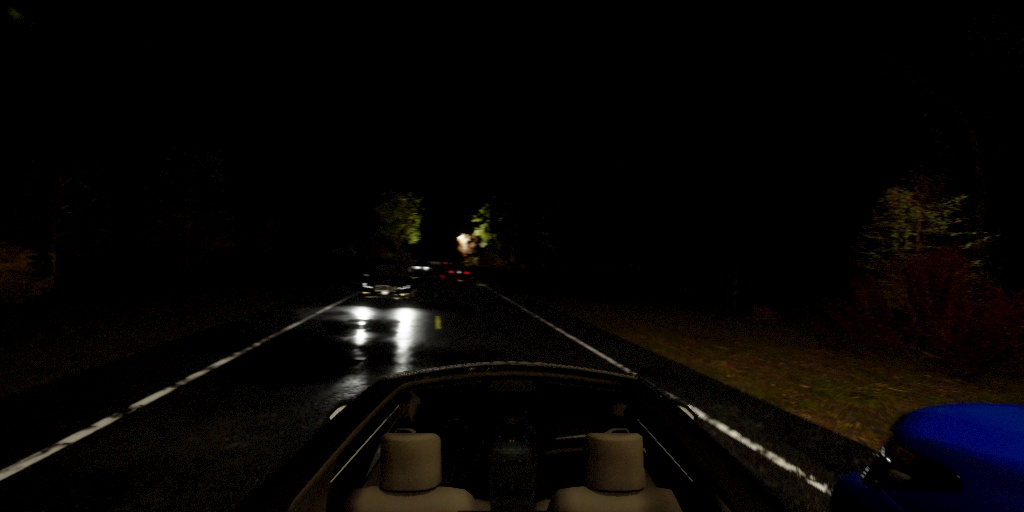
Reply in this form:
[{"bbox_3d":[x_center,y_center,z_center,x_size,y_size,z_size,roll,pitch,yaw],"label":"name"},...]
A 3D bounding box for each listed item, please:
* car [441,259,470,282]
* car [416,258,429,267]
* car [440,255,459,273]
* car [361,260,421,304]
[{"bbox_3d":[-4.638,1.314,30.255,2.033,1.411,5.357,4,-1,-13],"label":"car"},{"bbox_3d":[-14.488,1.033,58.043,1.994,1.385,4.181,4,-1,-13],"label":"car"},{"bbox_3d":[-7.134,0.966,41.382,2.150,2.045,5.566,4,0,-12],"label":"car"},{"bbox_3d":[-5.062,1.059,15.222,1.837,1.490,4.892,4,-1,-13],"label":"car"}]
